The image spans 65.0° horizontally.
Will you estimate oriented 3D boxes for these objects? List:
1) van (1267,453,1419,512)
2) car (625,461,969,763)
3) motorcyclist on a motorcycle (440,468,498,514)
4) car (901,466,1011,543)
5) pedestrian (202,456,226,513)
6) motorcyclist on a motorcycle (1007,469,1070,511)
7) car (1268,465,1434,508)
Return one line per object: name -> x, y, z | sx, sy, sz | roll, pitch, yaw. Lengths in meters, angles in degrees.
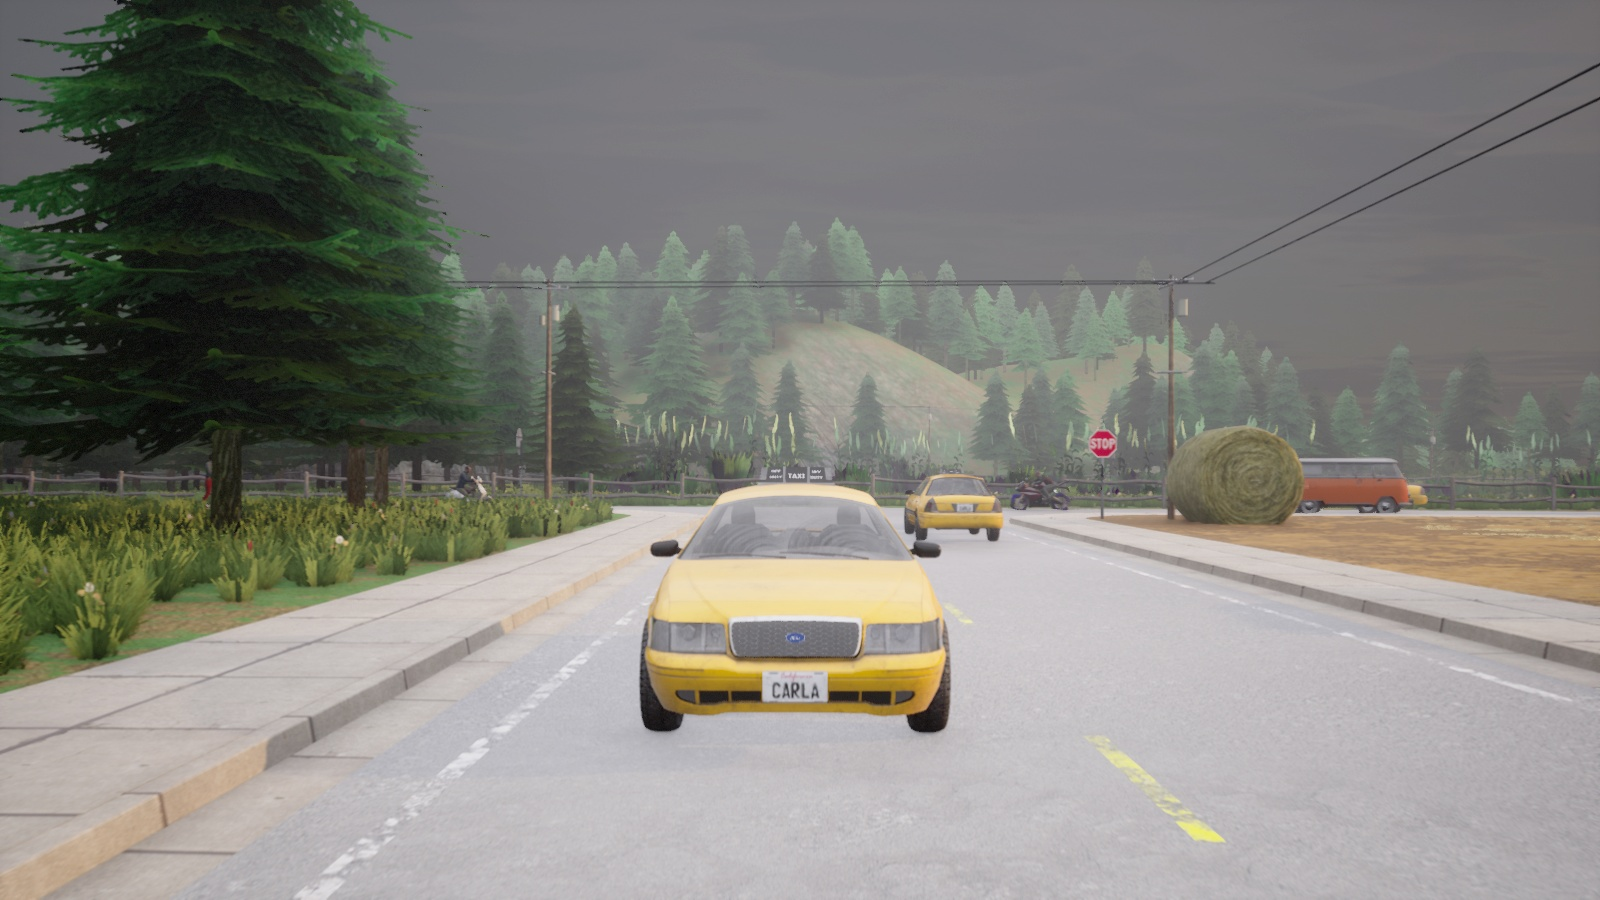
van -> 18.628, 1.108, 43.191 | 4.442, 1.987, 1.775 | 0, -1, 2
car -> -0.024, 0.891, 9.287 | 1.801, 1.575, 5.366 | 0, -1, 0
motorcyclist on a motorcycle -> -11.752, 1.451, 44.597 | 1.817, 1.590, 0.866 | 0, -1, 3
car -> 3.429, 1.168, 28.531 | 1.801, 1.575, 5.366 | 0, -1, 0
pedestrian -> -19.114, 1.133, 40.981 | 0.614, 1.847, 0.353 | 0, -1, 11
motorcyclist on a motorcycle -> 8.945, 1.489, 47.109 | 2.191, 1.530, 0.866 | 0, -1, 1
car -> 20.389, 1.339, 46.620 | 5.366, 1.575, 1.801 | 0, -1, 3
